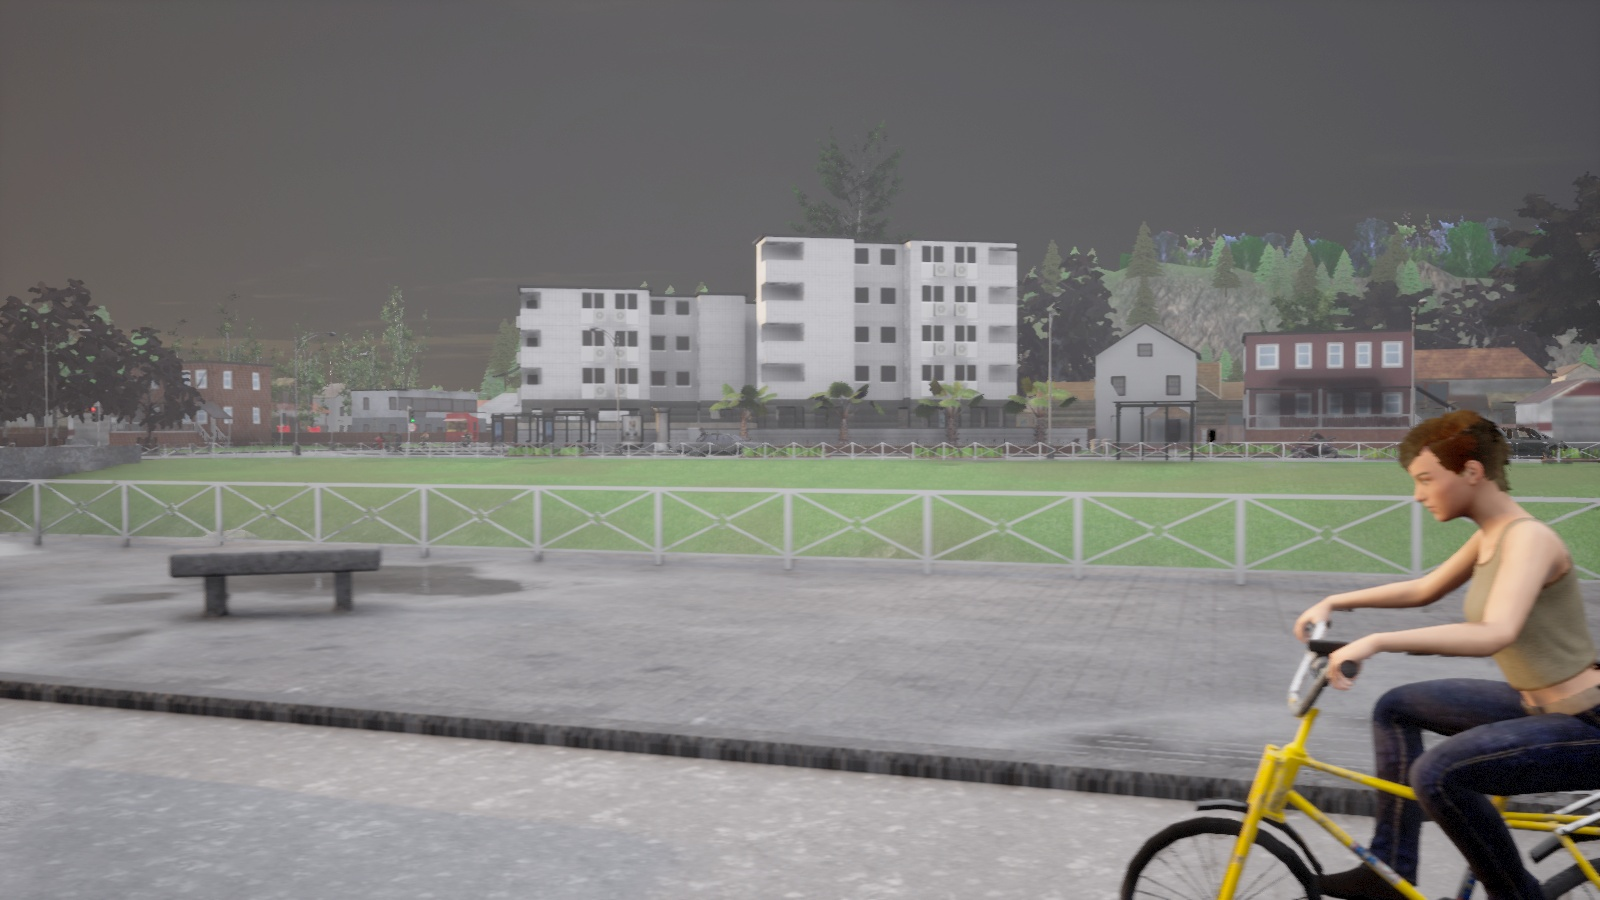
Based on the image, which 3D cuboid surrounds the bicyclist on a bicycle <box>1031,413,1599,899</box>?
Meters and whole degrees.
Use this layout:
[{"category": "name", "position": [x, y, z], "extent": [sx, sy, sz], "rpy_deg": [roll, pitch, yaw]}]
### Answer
[{"category": "bicyclist on a bicycle", "position": [1.420, 0.717, 3.235], "extent": [1.509, 1.612, 0.866], "rpy_deg": [1, 1, 19]}]

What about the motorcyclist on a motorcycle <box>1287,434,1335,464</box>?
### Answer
[{"category": "motorcyclist on a motorcycle", "position": [26.125, -0.069, 64.250], "extent": [2.191, 1.530, 0.866], "rpy_deg": [1, 1, 19]}]

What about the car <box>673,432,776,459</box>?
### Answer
[{"category": "car", "position": [-4.206, -0.267, 70.241], "extent": [5.357, 1.411, 2.033], "rpy_deg": [1, 1, 19]}]

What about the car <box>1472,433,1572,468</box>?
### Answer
[{"category": "car", "position": [33.094, 0.006, 57.681], "extent": [3.705, 1.549, 1.789], "rpy_deg": [0, 1, 19]}]
